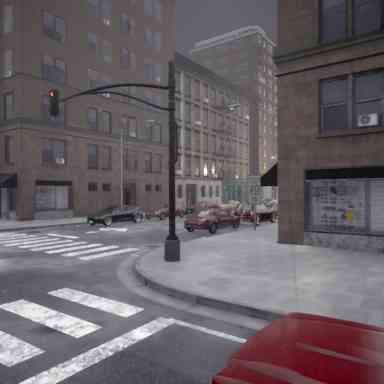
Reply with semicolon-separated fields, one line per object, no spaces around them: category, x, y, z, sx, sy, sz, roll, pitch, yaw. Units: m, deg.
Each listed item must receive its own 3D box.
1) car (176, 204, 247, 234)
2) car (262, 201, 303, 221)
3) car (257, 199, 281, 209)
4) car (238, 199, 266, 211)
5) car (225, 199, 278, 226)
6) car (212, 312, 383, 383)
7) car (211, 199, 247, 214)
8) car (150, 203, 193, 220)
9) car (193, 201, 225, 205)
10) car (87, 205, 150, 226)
car;1.190;1.554;18.861;1.802;1.307;4.206;0;0;36
car;7.706;1.494;27.980;1.752;1.417;4.829;0;0;36
car;10.701;1.599;45.974;1.802;1.307;4.206;0;0;36
car;7.494;1.598;41.485;1.802;1.307;4.206;0;0;36
car;4.398;1.410;23.352;1.967;1.590;4.097;0;0;36
car;2.397;1.601;1.981;4.718;1.301;1.895;0;0;36
car;4.186;1.542;36.856;1.752;1.417;4.829;0;0;36
car;-2.131;1.602;28.015;1.802;1.307;4.206;0;0;36
car;1.077;1.563;32.505;1.887;1.381;4.507;0;0;36
car;-5.340;1.588;23.526;1.947;1.339;4.313;0;0;36
